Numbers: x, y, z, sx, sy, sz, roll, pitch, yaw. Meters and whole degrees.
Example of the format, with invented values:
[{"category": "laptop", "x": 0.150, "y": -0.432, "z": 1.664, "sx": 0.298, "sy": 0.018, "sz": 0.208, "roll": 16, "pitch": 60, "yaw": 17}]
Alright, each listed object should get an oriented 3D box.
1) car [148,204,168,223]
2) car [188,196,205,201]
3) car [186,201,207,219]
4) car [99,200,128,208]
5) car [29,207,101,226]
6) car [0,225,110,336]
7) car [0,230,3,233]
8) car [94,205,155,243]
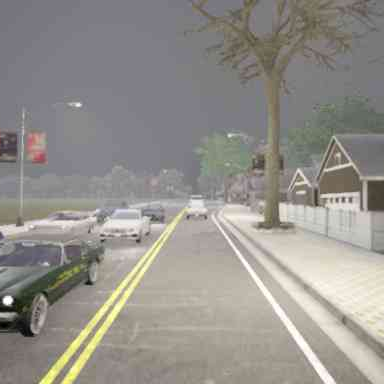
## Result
[{"category": "car", "x": -3.027, "y": 1.673, "z": 26.328, "sx": 1.994, "sy": 1.385, "sz": 4.181, "roll": 0, "pitch": 0, "yaw": 1}, {"category": "car", "x": 0.634, "y": 1.513, "z": 47.310, "sx": 2.150, "sy": 2.045, "sz": 5.566, "roll": 0, "pitch": 0, "yaw": 1}, {"category": "car", "x": 0.446, "y": 1.762, "z": 31.105, "sx": 1.895, "sy": 1.301, "sz": 4.718, "roll": 0, "pitch": 0, "yaw": 1}, {"category": "car", "x": -6.265, "y": 1.449, "z": 26.747, "sx": 2.097, "sy": 1.767, "sz": 4.553, "roll": 0, "pitch": 0, "yaw": 1}, {"category": "car", "x": -6.421, "y": 1.643, "z": 16.999, "sx": 1.895, "sy": 1.301, "sz": 4.718, "roll": 0, "pitch": 0, "yaw": 1}, {"category": "car", "x": -3.295, "y": 1.613, "z": 6.818, "sx": 1.895, "sy": 1.301, "sz": 4.718, "roll": 0, "pitch": 0, "yaw": 0}, {"category": "car", "x": -6.526, "y": 1.352, "z": 7.944, "sx": 2.097, "sy": 1.767, "sz": 4.553, "roll": 0, "pitch": 0, "yaw": 1}, {"category": "car", "x": -3.168, "y": 1.583, "z": 16.617, "sx": 1.812, "sy": 1.442, "sz": 4.674, "roll": 0, "pitch": 0, "yaw": 1}]
